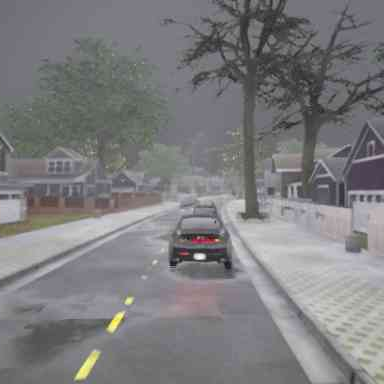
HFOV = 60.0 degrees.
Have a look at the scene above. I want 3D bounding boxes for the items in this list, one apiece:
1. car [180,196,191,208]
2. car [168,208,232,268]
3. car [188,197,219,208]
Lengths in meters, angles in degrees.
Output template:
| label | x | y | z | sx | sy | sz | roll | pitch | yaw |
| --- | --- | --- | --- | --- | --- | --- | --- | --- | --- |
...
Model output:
| label | x | y | z | sx | sy | sz | roll | pitch | yaw |
| --- | --- | --- | --- | --- | --- | --- | --- | --- | --- |
| car | -0.339 | 1.361 | 43.181 | 1.837 | 1.490 | 4.892 | 0 | 0 | 7 |
| car | 0.303 | 1.486 | 11.252 | 1.837 | 1.490 | 4.892 | 0 | 0 | 2 |
| car | 1.103 | 1.427 | 26.792 | 2.128 | 1.511 | 4.902 | 0 | 0 | 4 |
